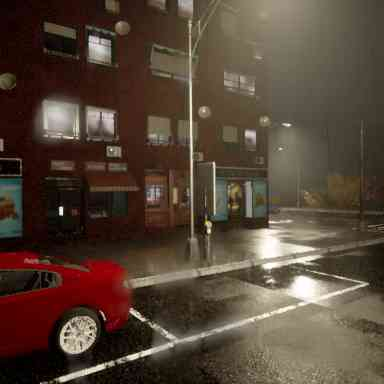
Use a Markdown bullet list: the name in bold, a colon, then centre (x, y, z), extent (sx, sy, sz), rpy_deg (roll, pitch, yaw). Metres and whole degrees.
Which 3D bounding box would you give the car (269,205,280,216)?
- **car**: centre (6.860, 1.645, 34.689), extent (1.882, 1.535, 5.008), rpy_deg (-1, 0, -35)

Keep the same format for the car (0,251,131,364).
- **car**: centre (-3.055, 1.545, 4.395), extent (4.507, 1.381, 1.887), rpy_deg (0, -1, -35)
